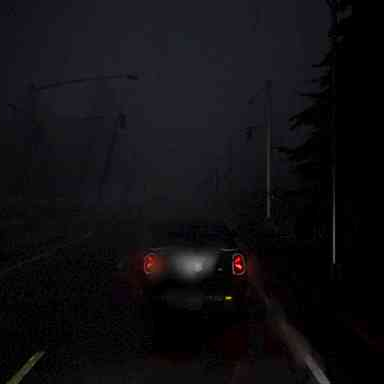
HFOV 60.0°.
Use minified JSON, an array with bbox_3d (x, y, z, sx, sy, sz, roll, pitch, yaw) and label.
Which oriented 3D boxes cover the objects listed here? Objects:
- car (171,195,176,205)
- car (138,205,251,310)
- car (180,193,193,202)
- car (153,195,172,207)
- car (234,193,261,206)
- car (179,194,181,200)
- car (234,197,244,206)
[{"bbox_3d":[-4.059,1.475,52.754,1.837,1.490,4.892,0,0,0],"label":"car"},{"bbox_3d":[0.070,1.352,8.006,2.097,1.767,4.553,0,0,1],"label":"car"},{"bbox_3d":[-0.860,1.555,73.369,1.895,1.301,4.718,0,0,-7],"label":"car"},{"bbox_3d":[-3.998,1.496,43.580,1.812,1.442,4.674,0,0,0],"label":"car"},{"bbox_3d":[8.490,1.146,51.233,3.866,1.878,1.905,0,0,-1],"label":"car"},{"bbox_3d":[-2.137,1.158,83.504,2.097,1.767,4.553,0,0,-13],"label":"car"},{"bbox_3d":[8.902,1.144,48.722,4.605,1.855,1.932,0,0,-1],"label":"car"}]
